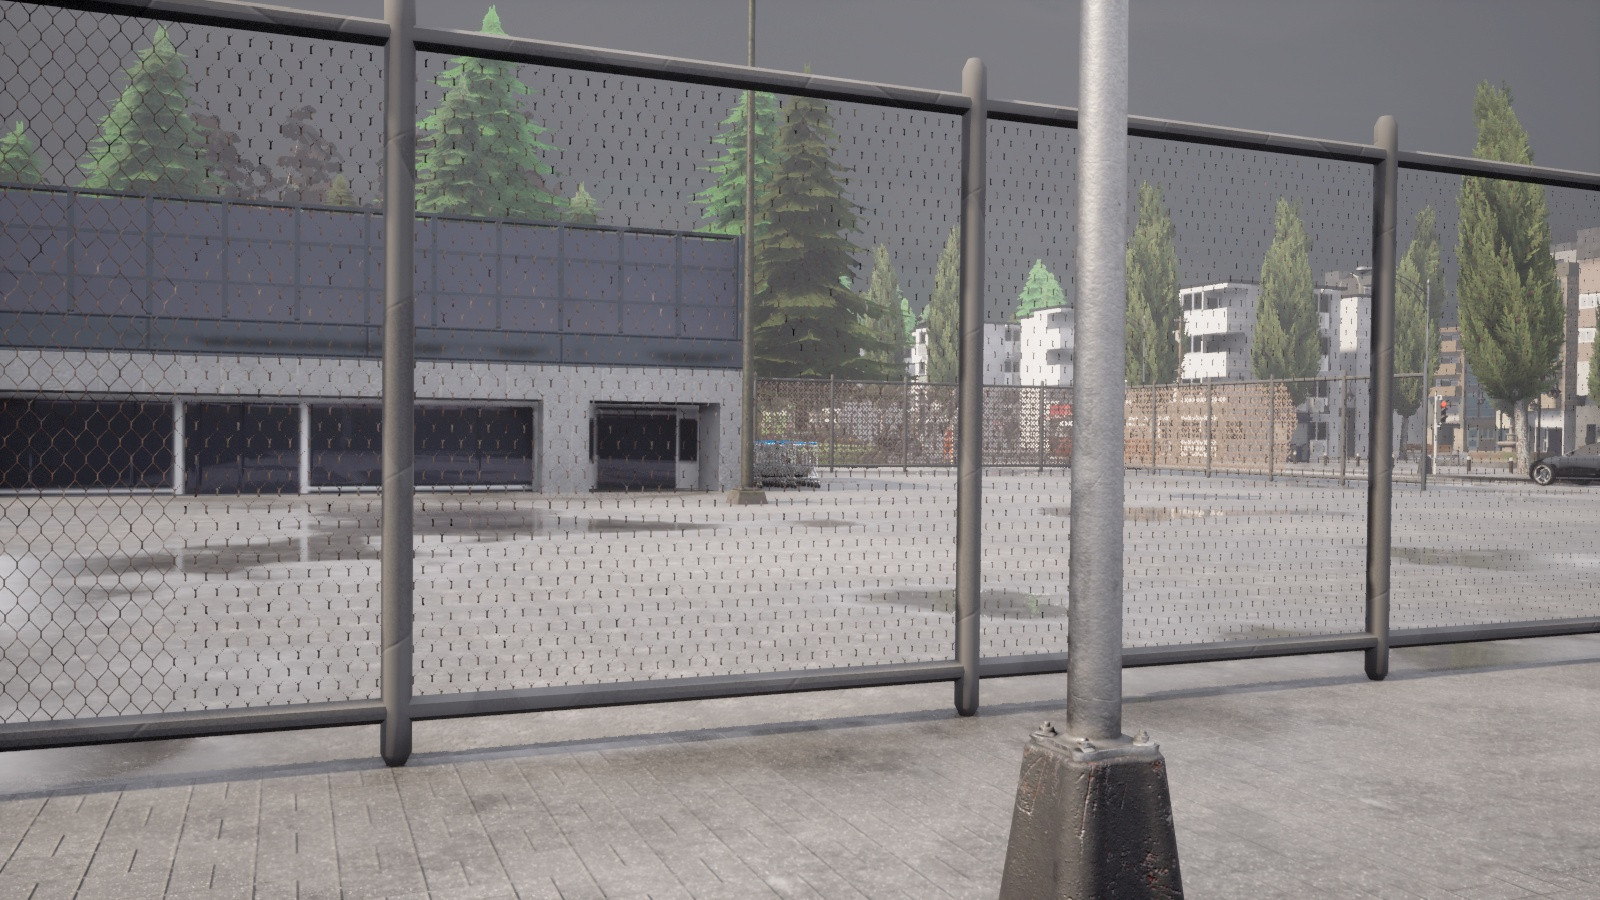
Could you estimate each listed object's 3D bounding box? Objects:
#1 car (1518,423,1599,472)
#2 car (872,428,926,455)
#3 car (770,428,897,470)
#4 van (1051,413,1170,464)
[{"bbox_3d":[25.242,-0.109,39.003,2.163,1.488,4.792,-1,1,-22],"label":"car"},{"bbox_3d":[5.938,-0.520,75.749,1.789,1.549,3.705,-1,1,-21],"label":"car"},{"bbox_3d":[1.300,-0.066,48.990,4.514,1.525,2.007,-1,1,-22],"label":"car"},{"bbox_3d":[12.864,-0.469,52.289,4.480,2.038,2.069,0,0,4],"label":"van"}]
